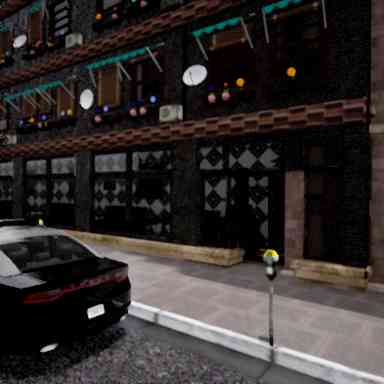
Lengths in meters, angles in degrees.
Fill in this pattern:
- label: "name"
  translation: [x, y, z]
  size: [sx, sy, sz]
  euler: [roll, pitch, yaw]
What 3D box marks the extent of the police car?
- label: "police car"
  translation: [-3.340, 1.269, 5.803]
  size: [5.238, 1.638, 1.930]
  euler: [2, 1, 35]
